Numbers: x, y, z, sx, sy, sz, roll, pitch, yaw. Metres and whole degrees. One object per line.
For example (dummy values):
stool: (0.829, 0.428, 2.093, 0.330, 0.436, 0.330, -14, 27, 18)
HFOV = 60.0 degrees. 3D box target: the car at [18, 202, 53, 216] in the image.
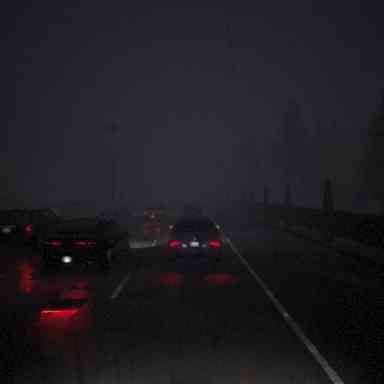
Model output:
car: (-17.619, 1.858, 37.567, 1.994, 1.385, 4.181, 0, 0, 0)

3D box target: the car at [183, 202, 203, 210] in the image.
car: (0.114, 1.745, 34.208, 1.882, 1.535, 5.008, 0, 0, 0)

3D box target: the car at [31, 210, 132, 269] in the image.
car: (-3.415, 1.598, 11.541, 1.837, 1.490, 4.892, 0, 0, 0)

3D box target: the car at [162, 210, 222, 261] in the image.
car: (0.092, 1.647, 12.577, 2.033, 1.411, 5.357, 0, 0, 0)

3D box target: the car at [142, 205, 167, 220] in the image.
car: (-3.391, 1.844, 31.048, 1.895, 1.301, 4.718, 0, 0, 0)

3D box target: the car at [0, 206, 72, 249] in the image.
car: (-6.906, 1.466, 14.555, 2.097, 1.767, 4.553, 0, -1, 0)

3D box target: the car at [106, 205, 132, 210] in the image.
car: (-6.891, 1.844, 31.058, 1.895, 1.301, 4.718, 0, 0, 0)
